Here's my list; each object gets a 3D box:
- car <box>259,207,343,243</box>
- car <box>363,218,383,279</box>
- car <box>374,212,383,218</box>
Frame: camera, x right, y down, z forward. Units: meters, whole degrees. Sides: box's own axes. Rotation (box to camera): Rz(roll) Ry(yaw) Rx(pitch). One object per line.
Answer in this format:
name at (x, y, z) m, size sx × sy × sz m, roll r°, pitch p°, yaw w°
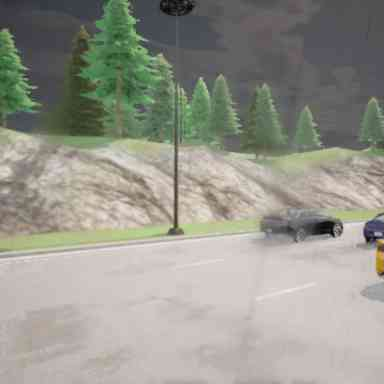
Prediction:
car at (5.422, 1.500, 16.213) m, size 4.902 × 1.511 × 2.128 m, roll 0°, pitch 0°, yaw -35°
car at (6.641, 1.484, 8.486) m, size 5.008 × 1.535 × 1.882 m, roll 0°, pitch 0°, yaw -35°
car at (9.392, 1.535, 14.762) m, size 4.674 × 1.442 × 1.812 m, roll 0°, pitch 0°, yaw -36°
